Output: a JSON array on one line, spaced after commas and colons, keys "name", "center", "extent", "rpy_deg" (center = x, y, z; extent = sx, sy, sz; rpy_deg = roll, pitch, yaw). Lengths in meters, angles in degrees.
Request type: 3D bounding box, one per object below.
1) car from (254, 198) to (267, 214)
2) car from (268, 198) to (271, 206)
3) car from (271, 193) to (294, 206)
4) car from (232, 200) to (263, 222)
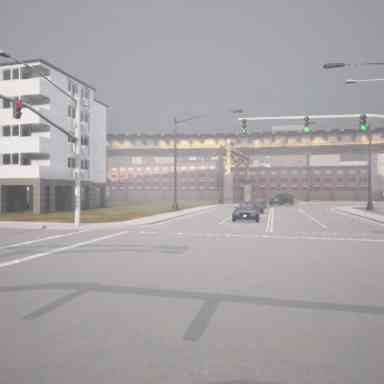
[{"name": "car", "center": [6.812, 1.600, 36.248], "extent": [1.994, 1.385, 4.181], "rpy_deg": [0, 0, 14]}, {"name": "car", "center": [9.415, 1.588, 46.314], "extent": [2.033, 1.411, 5.357], "rpy_deg": [0, 0, 18]}, {"name": "car", "center": [15.075, 1.272, 56.053], "extent": [5.566, 2.045, 2.150], "rpy_deg": [0, 0, -45]}, {"name": "car", "center": [4.374, 1.596, 26.546], "extent": [1.994, 1.385, 4.181], "rpy_deg": [0, 0, 14]}]
